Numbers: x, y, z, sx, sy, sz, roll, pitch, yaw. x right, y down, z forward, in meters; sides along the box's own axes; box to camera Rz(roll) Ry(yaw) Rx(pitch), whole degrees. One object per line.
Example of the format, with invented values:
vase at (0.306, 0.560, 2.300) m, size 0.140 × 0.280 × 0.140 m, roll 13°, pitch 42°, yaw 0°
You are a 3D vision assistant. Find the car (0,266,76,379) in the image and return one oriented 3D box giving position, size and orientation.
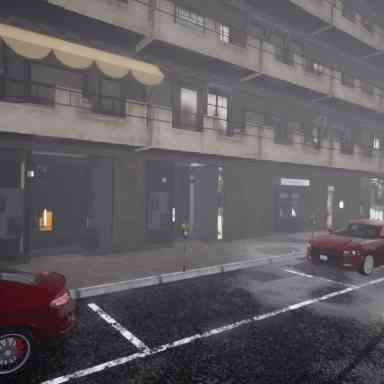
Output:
car at (-3.607, 1.582, 3.973) m, size 4.206 × 1.307 × 1.802 m, roll 0°, pitch 1°, yaw -35°

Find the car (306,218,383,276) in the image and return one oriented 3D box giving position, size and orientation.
car at (5.436, 1.548, 10.401) m, size 4.507 × 1.381 × 1.887 m, roll 0°, pitch 1°, yaw -35°
